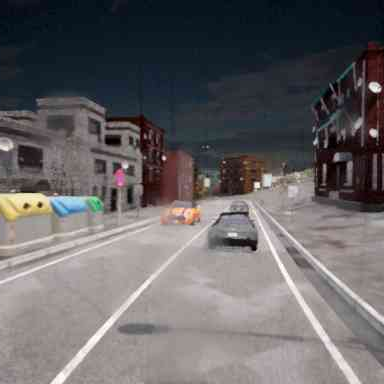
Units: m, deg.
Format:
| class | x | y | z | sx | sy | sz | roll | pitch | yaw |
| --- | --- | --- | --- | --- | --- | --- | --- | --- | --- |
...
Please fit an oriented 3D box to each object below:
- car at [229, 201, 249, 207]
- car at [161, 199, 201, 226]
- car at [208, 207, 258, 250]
| class | x | y | z | sx | sy | sz | roll | pitch | yaw |
| --- | --- | --- | --- | --- | --- | --- | --- | --- | --- |
| car | 4.493 | 1.571 | 31.812 | 2.033 | 1.411 | 5.357 | 1 | 0 | 9 |
| car | -0.648 | 1.329 | 23.032 | 2.097 | 1.767 | 4.553 | 1 | 0 | 9 |
| car | 1.811 | 1.575 | 14.525 | 1.994 | 1.385 | 4.181 | 1 | 0 | 8 |
